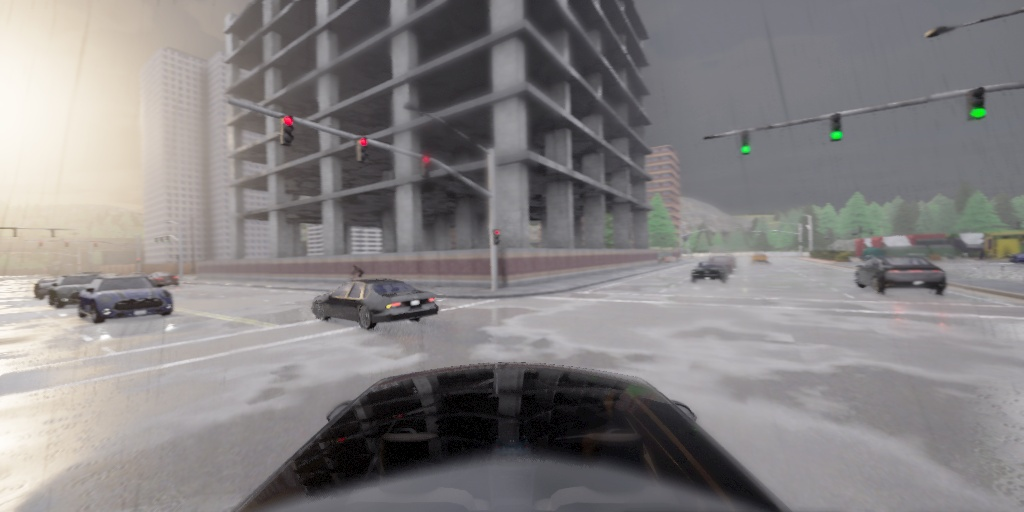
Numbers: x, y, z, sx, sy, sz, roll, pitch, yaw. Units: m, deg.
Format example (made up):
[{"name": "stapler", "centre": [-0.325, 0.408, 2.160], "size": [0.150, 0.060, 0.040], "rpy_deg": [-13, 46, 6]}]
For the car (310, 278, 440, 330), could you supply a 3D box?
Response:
[{"name": "car", "centre": [-4.663, 1.455, 11.773], "size": [5.357, 1.411, 2.033], "rpy_deg": [-2, -1, 40]}]

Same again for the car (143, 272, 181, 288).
[{"name": "car", "centre": [-34.951, 2.320, 35.779], "size": [4.674, 1.442, 1.812], "rpy_deg": [-2, 0, 34]}]

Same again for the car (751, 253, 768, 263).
[{"name": "car", "centre": [36.018, 0.243, 52.199], "size": [1.882, 1.535, 5.008], "rpy_deg": [-2, 0, 33]}]

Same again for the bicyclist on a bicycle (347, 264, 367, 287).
[{"name": "bicyclist on a bicycle", "centre": [-11.199, 1.419, 25.956], "size": [0.582, 1.620, 1.656], "rpy_deg": [-2, 0, 33]}]

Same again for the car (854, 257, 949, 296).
[{"name": "car", "centre": [16.249, 0.774, 15.222], "size": [2.128, 1.511, 4.902], "rpy_deg": [-2, 0, 33]}]

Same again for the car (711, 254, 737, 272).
[{"name": "car", "centre": [18.322, 0.719, 31.557], "size": [1.882, 1.535, 5.008], "rpy_deg": [-2, 0, 34]}]

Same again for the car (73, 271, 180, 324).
[{"name": "car", "centre": [-15.774, 1.587, 14.629], "size": [4.553, 1.767, 2.097], "rpy_deg": [-2, 0, 33]}]

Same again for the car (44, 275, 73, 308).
[{"name": "car", "centre": [-24.041, 1.825, 20.059], "size": [4.553, 1.767, 2.097], "rpy_deg": [-2, 0, 33]}]

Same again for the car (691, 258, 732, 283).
[{"name": "car", "centre": [12.762, 0.989, 23.047], "size": [1.895, 1.301, 4.718], "rpy_deg": [-2, 0, 33]}]

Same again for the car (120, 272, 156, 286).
[{"name": "car", "centre": [-42.300, 2.569, 40.538], "size": [4.181, 1.385, 1.994], "rpy_deg": [-2, 0, 33]}]

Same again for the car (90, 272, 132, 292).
[{"name": "car", "centre": [-36.601, 2.315, 32.672], "size": [5.008, 1.535, 1.882], "rpy_deg": [-2, 0, 34]}]

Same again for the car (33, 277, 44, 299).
[{"name": "car", "centre": [-32.735, 2.214, 25.787], "size": [4.902, 1.511, 2.128], "rpy_deg": [-2, 0, 33]}]
